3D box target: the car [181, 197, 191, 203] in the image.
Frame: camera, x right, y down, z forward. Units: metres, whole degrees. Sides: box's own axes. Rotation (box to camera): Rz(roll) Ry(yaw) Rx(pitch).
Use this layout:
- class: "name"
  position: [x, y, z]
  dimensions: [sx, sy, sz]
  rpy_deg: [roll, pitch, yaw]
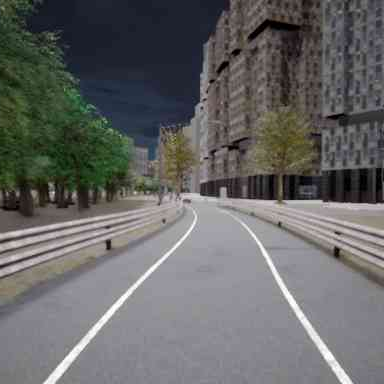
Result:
- class: "car"
  position: [-1.540, 1.591, 67.026]
  dimensions: [1.895, 1.301, 4.718]
  rpy_deg: [0, 0, -13]
